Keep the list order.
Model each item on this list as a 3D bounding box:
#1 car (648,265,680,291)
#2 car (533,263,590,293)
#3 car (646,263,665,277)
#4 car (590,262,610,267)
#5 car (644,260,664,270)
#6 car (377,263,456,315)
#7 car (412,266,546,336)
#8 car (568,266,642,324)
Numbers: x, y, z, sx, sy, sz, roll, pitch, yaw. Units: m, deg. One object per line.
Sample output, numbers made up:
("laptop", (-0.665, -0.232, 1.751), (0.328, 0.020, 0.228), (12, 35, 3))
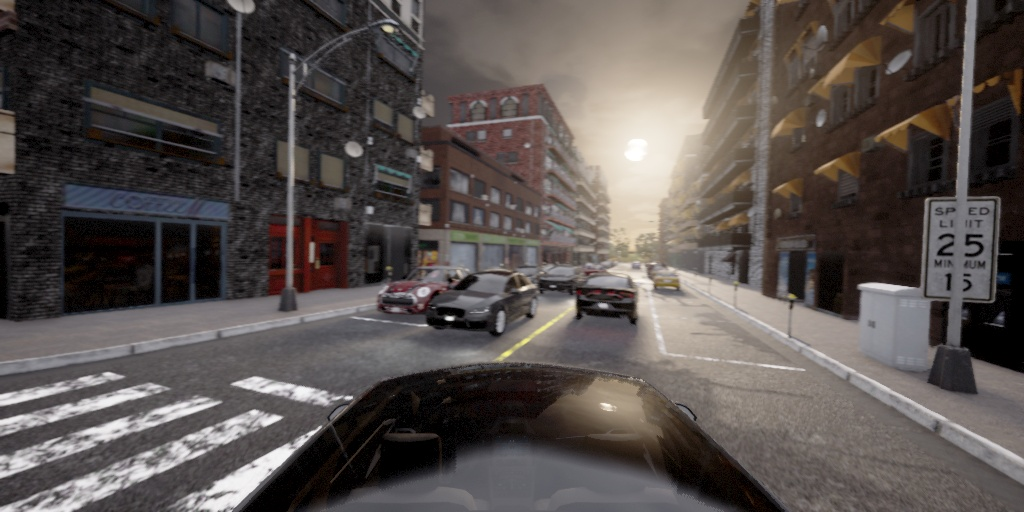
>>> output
("car", (10.814, 1.582, 25.312), (1.751, 1.417, 4.829), (0, 0, 20))
("car", (2.922, 1.274, 20.303), (1.882, 1.535, 5.008), (2, 0, 20))
("car", (14.599, 1.684, 35.692), (1.751, 1.417, 4.829), (0, 0, 20))
("car", (7.798, 1.528, 33.782), (1.895, 1.301, 4.718), (2, 0, 20))
("car", (16.409, 1.523, 40.730), (2.192, 1.841, 5.009), (0, 0, 20))
("car", (-2.725, 1.063, 12.348), (1.967, 1.591, 4.097), (0, 0, 20))
("car", (-0.608, 1.207, 10.508), (1.837, 1.490, 4.892), (2, 0, 20))
("car", (3.501, 1.325, 12.779), (1.882, 1.535, 5.008), (2, 0, 20))
